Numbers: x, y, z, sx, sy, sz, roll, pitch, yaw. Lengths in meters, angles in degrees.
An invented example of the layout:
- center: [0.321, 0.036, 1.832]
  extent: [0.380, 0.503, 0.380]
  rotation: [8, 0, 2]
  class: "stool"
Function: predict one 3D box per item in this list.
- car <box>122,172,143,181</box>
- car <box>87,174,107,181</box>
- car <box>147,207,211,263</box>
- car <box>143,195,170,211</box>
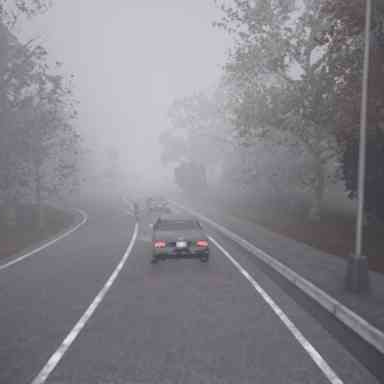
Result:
- center: [-14.800, -3.832, 82.646]
  extent: [5.566, 2.045, 2.150]
  rotation: [2, 5, 25]
  class: "car"
- center: [-23.222, -3.540, 81.479]
  extent: [4.553, 1.767, 2.097]
  rotation: [-1, 5, -2]
  class: "car"
- center: [-0.519, 1.486, 11.756]
  extent: [2.033, 1.411, 5.357]
  rotation: [0, 0, -5]
  class: "car"
- center: [-3.005, 0.997, 27.906]
  extent: [2.033, 1.411, 5.357]
  rotation: [-1, 3, -12]
  class: "car"
